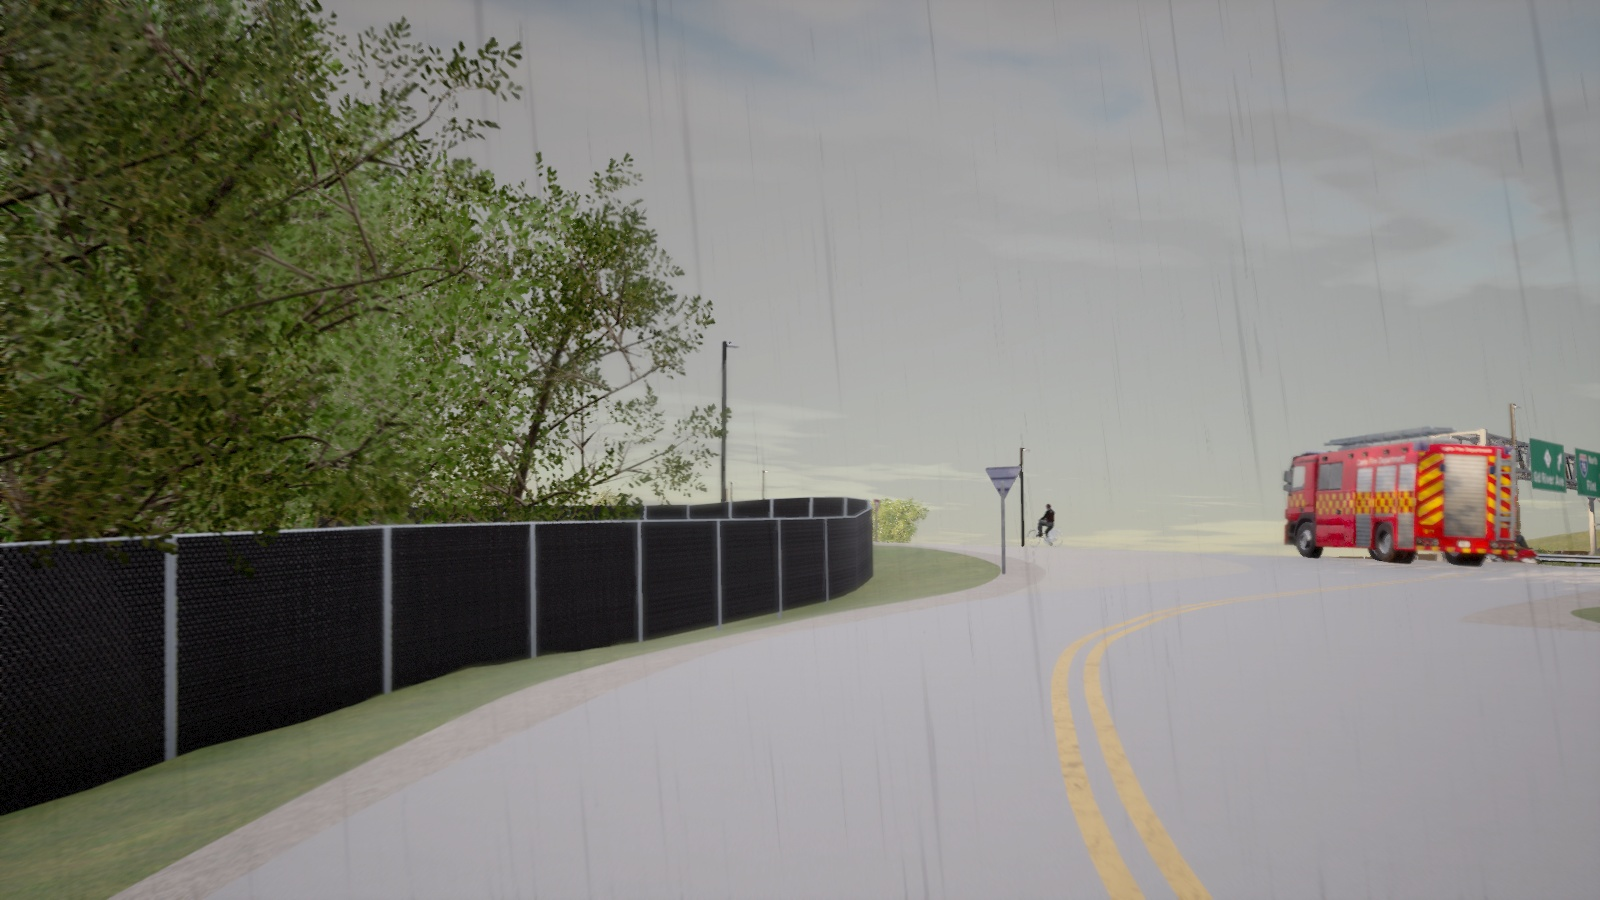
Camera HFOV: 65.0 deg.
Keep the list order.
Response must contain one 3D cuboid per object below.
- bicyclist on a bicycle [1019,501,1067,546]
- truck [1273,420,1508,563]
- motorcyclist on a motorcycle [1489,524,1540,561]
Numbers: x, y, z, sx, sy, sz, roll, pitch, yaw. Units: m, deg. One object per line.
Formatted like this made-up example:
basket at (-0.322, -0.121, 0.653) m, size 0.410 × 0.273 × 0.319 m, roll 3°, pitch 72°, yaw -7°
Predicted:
bicyclist on a bicycle at (9.752, 2.956, 50.437) m, size 0.659 × 1.776 × 1.843 m, roll 5°, pitch -5°, yaw -38°
truck at (17.860, 1.392, 38.801) m, size 2.891 × 3.827 × 8.468 m, roll 2°, pitch -3°, yaw -3°
motorcyclist on a motorcycle at (31.538, 4.076, 55.435) m, size 1.817 × 1.590 × 0.866 m, roll 0°, pitch -5°, yaw 20°
